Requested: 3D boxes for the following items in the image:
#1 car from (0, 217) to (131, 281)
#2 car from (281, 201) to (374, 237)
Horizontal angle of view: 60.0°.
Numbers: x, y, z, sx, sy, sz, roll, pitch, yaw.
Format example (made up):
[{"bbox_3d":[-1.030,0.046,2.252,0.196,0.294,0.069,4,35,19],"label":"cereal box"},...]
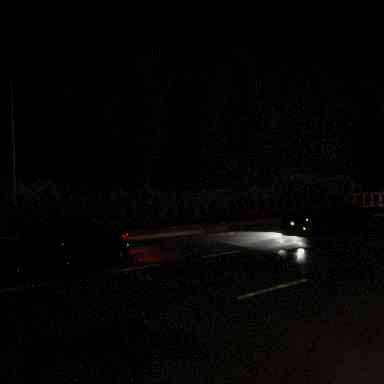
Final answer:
[{"bbox_3d":[-3.924,1.457,9.583,4.181,1.385,1.994,-2,1,-31],"label":"car"},{"bbox_3d":[6.180,1.128,15.204,4.181,1.385,1.994,-2,1,-23],"label":"car"}]
